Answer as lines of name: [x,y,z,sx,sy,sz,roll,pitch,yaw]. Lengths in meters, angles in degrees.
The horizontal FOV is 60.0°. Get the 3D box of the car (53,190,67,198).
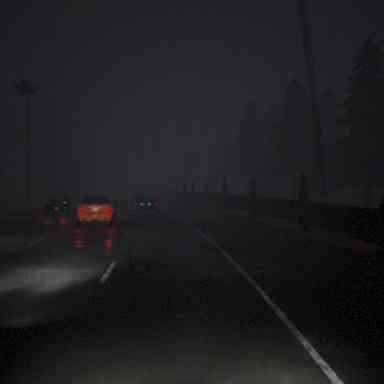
car: [-26.464,0.347,66.832,1.994,1.385,4.181,0,1,-12]

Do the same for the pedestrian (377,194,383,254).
pedestrian: [5.897,0.957,10.155,0.375,1.860,0.375,0,1,-6]

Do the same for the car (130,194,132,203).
car: [-6.820,0.709,42.628,1.882,1.535,5.008,0,1,-12]

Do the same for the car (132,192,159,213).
car: [-3.987,1.016,29.408,2.033,1.411,5.357,0,1,-12]

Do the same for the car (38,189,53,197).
car: [-30.631,0.224,69.550,1.882,1.535,5.008,0,1,-12]

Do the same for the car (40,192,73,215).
car: [-10.736,0.995,27.456,2.128,1.511,4.902,0,1,-12]

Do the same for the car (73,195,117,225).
car: [-5.848,0.975,20.832,2.097,1.767,4.553,0,1,-11]
